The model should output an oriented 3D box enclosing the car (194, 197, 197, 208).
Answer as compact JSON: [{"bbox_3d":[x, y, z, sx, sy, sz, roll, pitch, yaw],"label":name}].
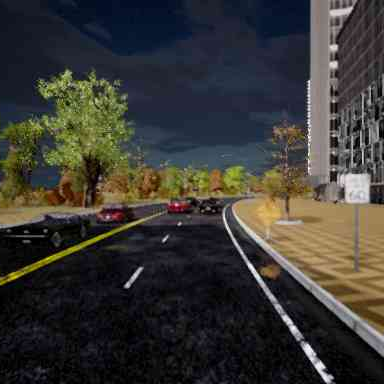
[{"bbox_3d":[-0.055,1.462,47.936,1.882,1.535,5.008,0,0,8],"label":"car"}]

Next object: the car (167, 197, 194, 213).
[{"bbox_3d":[-1.347,1.338,36.223,2.097,1.767,4.553,0,0,6],"label":"car"}]

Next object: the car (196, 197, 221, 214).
[{"bbox_3d":[1.875,1.468,35.611,1.882,1.535,5.008,0,0,6],"label":"car"}]

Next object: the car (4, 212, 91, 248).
[{"bbox_3d":[-6.247,1.588,14.940,1.895,1.301,4.718,0,0,3],"label":"car"}]

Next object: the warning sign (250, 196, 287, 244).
[{"bbox_3d":[3.108,1.113,13.614,1.300,1.860,1.060,0,0,2],"label":"warning sign"}]

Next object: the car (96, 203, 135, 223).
[{"bbox_3d":[-5.680,1.548,24.990,1.994,1.385,4.181,0,0,4],"label":"car"}]
